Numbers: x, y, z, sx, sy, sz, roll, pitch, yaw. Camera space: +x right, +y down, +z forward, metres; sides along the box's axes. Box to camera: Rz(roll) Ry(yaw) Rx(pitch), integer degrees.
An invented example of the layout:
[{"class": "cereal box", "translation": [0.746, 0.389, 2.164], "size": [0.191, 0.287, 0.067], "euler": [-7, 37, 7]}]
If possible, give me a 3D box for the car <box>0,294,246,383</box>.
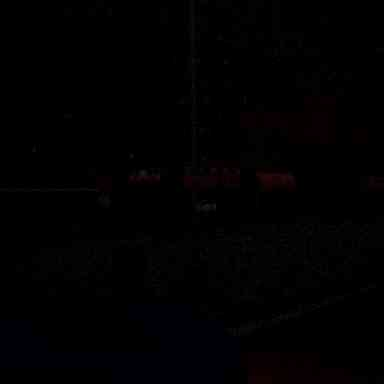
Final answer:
[{"class": "car", "translation": [-1.895, 1.479, 1.703], "size": [5.008, 1.535, 1.882], "euler": [0, 0, -35]}]
